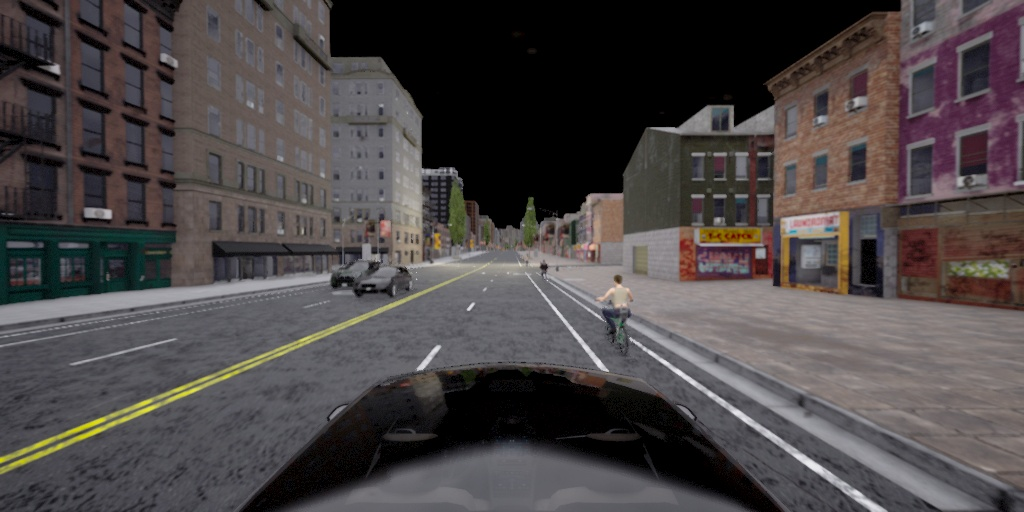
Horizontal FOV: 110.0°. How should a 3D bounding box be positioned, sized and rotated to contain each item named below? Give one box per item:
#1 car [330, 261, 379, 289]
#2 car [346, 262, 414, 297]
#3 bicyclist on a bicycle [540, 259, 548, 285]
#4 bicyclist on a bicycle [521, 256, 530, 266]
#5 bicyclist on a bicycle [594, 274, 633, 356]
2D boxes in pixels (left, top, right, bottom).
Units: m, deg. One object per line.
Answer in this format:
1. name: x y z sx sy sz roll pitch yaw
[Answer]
1. car: -9.848 1.104 23.317 2.097 1.767 4.553 0 0 0
2. car: -6.602 1.266 18.925 1.837 1.490 4.892 0 0 0
3. bicyclist on a bicycle: 2.248 1.120 25.231 0.659 1.776 1.843 0 0 0
4. bicyclist on a bicycle: 2.221 0.906 53.133 0.866 1.612 1.509 -1 1 0
5. bicyclist on a bicycle: 2.247 1.197 7.700 0.866 1.612 1.509 0 0 0
